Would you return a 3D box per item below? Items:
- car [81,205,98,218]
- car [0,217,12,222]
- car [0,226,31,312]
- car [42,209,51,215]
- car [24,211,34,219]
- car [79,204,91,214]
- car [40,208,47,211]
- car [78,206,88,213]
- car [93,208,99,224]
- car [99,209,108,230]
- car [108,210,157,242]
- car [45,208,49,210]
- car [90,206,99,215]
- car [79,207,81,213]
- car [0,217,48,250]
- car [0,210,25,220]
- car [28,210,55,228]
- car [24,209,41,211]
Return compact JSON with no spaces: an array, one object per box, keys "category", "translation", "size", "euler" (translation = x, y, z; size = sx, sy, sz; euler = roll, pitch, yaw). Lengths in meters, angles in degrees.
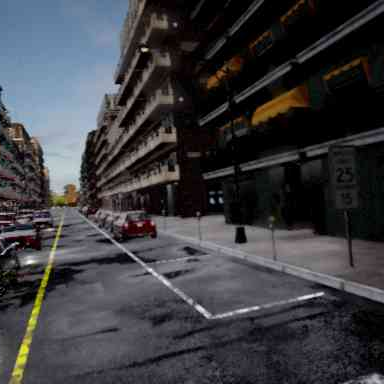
[{"category":"car","translation":[-15.108,2.850,50.337],"size":[2.192,1.841,5.009],"euler":[-3,-1,-21]},{"category":"car","translation":[-13.162,2.654,21.360],"size":[1.887,1.381,4.507],"euler":[-3,-1,-21]},{"category":"car","translation":[-5.446,1.907,8.103],"size":[2.128,1.511,4.902],"euler":[-4,-1,-21]},{"category":"car","translation":[-36.600,5.032,83.883],"size":[1.802,1.307,4.206],"euler":[-3,-1,-21]},{"category":"car","translation":[-18.964,3.211,36.832],"size":[1.752,1.417,4.829],"euler":[-3,-1,-21]},{"category":"car","translation":[-22.921,3.632,71.177],"size":[2.192,1.841,5.009],"euler":[-3,-1,-21]},{"category":"car","translation":[-26.835,4.037,57.832],"size":[1.947,1.339,4.313],"euler":[-3,-1,-21]},{"category":"car","translation":[-26.813,4.274,81.595],"size":[1.947,1.339,4.313],"euler":[-3,-1,-21]},{"category":"car","translation":[-7.279,2.308,29.492],"size":[2.008,1.369,4.403],"euler":[-3,-1,-21]},{"category":"car","translation":[-5.326,2.114,24.282],"size":[2.008,1.369,4.403],"euler":[-3,-1,-21]},{"category":"car","translation":[-3.379,1.810,19.073],"size":[1.967,1.590,4.097],"euler":[-3,-1,-21]},{"category":"car","translation":[-32.710,4.373,73.466],"size":[2.192,1.841,5.009],"euler":[-3,-1,-21]},{"category":"car","translation":[-9.294,2.482,34.862],"size":[1.752,1.417,4.829],"euler":[-3,-1,-21]},{"category":"car","translation":[-19.000,3.476,60.754],"size":[2.008,1.369,4.403],"euler":[-3,-1,-21]},{"category":"car","translation":[-8.956,2.327,17.476],"size":[1.994,1.385,4.181],"euler":[-4,-1,-21]},{"category":"car","translation":[-15.129,2.618,26.574],"size":[2.192,1.841,5.009],"euler":[-3,-1,-21]},{"category":"car","translation":[-15.182,2.930,34.199],"size":[2.033,1.411,5.357],"euler":[-4,-1,-20]},{"category":"car","translation":[-20.990,3.201,42.204],"size":[2.192,1.841,5.009],"euler":[-3,-1,-21]}]
